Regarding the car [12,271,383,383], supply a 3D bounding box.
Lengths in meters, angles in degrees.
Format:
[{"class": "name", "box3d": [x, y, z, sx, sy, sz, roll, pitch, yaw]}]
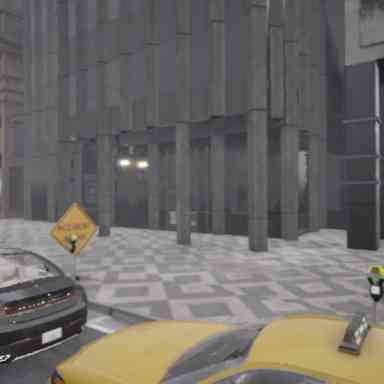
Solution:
[{"class": "car", "box3d": [0.863, 1.531, 2.344, 4.829, 1.417, 1.752, -1, 0, 36]}]

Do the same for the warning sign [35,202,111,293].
[{"class": "warning sign", "box3d": [-2.749, 1.181, 7.759, 1.060, 1.860, 1.300, -1, 0, 36]}]

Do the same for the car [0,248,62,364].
[{"class": "car", "box3d": [-3.558, 1.610, 5.498, 4.403, 1.369, 2.008, -1, 0, 36]}]
